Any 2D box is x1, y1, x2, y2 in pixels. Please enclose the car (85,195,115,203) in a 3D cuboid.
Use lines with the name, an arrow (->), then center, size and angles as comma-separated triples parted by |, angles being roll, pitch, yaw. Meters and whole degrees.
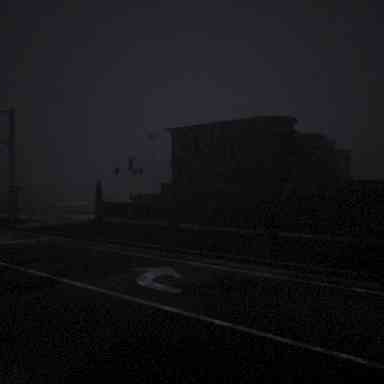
car -> -16.012, 1.294, 59.079 | 1.895, 1.301, 4.718 | 0, 0, 37

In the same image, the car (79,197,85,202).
car -> -18.235, 1.218, 61.920 | 2.033, 1.411, 5.357 | 0, 0, 37
